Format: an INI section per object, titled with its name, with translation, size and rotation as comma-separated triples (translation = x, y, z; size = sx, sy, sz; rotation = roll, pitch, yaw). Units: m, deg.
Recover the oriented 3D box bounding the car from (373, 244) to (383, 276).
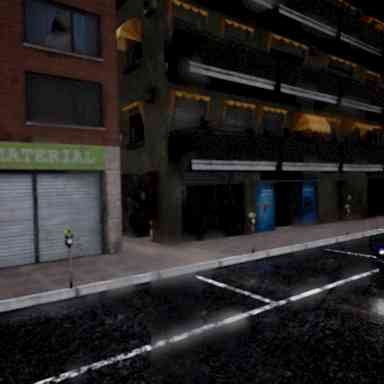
[car]
translation = 6.364, 1.360, 8.039
size = 4.718, 1.301, 1.895
rotation = -2, 1, -36
